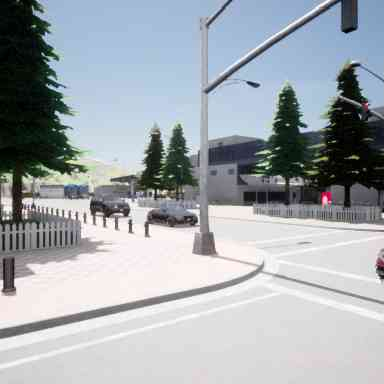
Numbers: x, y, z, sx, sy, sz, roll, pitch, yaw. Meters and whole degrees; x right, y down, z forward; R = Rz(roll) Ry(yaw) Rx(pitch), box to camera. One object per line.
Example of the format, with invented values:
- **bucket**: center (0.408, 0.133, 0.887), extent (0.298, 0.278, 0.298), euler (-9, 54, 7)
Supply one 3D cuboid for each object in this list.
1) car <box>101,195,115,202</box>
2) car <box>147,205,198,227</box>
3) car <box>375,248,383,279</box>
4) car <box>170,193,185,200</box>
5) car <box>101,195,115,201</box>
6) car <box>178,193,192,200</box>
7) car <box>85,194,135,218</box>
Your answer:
- **car**: center (-18.893, 1.389, 75.046), extent (1.845, 1.501, 3.633), euler (0, 0, -37)
- **car**: center (-1.416, 1.579, 22.872), extent (1.994, 1.385, 4.181), euler (0, 0, -37)
- **car**: center (6.726, 1.528, 8.774), extent (4.674, 1.442, 1.812), euler (0, 0, -35)
- **car**: center (-3.884, 1.113, 86.005), extent (1.932, 1.855, 4.605), euler (0, 0, -37)
- **car**: center (-20.919, 1.400, 82.782), extent (1.970, 1.475, 3.806), euler (0, 0, -37)
- **car**: center (-1.796, 1.092, 88.067), extent (1.905, 1.878, 3.866), euler (0, 0, -37)
- **car**: center (-7.851, 1.237, 31.390), extent (2.150, 2.045, 5.566), euler (0, 0, -37)
